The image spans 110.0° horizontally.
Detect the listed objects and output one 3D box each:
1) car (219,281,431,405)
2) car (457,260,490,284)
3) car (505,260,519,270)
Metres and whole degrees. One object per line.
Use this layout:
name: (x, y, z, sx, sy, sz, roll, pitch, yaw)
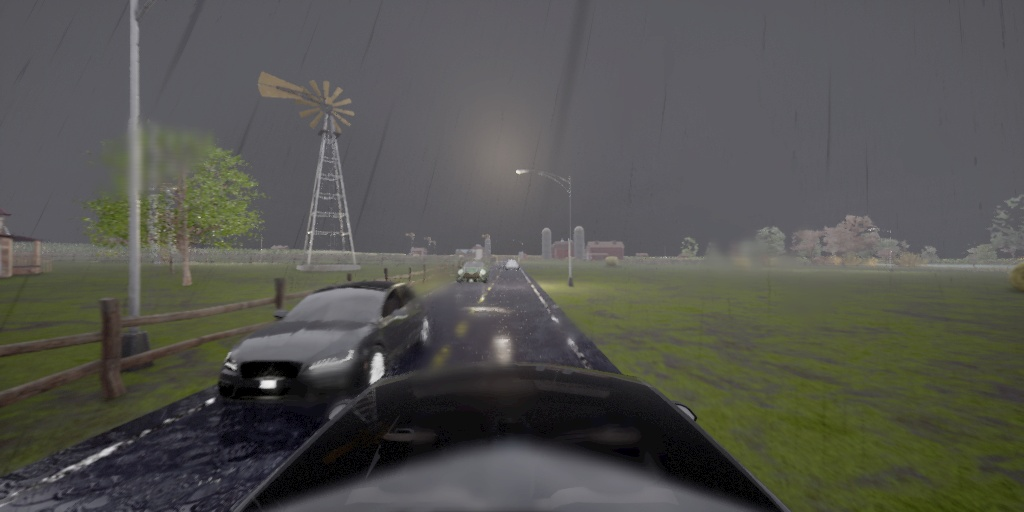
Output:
car: (-2.821, 1.258, 6.600, 1.837, 1.490, 4.892, 0, 0, 0)
car: (-2.778, 1.106, 26.804, 2.097, 1.767, 4.553, 0, 0, 0)
car: (-0.013, 1.282, 51.373, 1.812, 1.442, 4.674, 0, 0, 0)
